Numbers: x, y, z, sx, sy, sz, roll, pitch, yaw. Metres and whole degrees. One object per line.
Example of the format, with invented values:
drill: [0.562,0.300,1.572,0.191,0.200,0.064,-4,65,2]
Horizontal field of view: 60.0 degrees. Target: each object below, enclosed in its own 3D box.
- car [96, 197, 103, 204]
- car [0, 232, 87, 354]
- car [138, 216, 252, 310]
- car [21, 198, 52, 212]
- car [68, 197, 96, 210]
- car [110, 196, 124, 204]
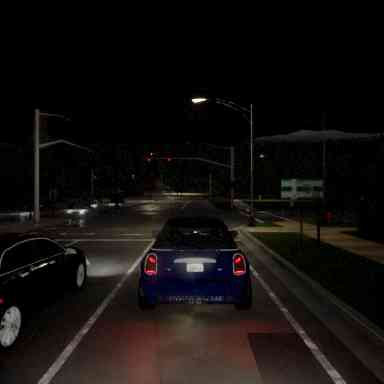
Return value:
car: [-17.899,1.600,60.866,1.895,1.301,4.718,0,0,1]
car: [-3.442,1.505,6.092,1.837,1.490,4.892,0,0,0]
car: [0.068,1.352,7.997,2.097,1.767,4.553,0,0,0]
car: [-18.270,1.492,39.214,2.128,1.511,4.902,0,0,1]
car: [-14.696,1.525,43.880,1.812,1.442,4.674,0,0,1]
car: [-14.340,1.505,63.509,1.837,1.490,4.892,0,0,1]
